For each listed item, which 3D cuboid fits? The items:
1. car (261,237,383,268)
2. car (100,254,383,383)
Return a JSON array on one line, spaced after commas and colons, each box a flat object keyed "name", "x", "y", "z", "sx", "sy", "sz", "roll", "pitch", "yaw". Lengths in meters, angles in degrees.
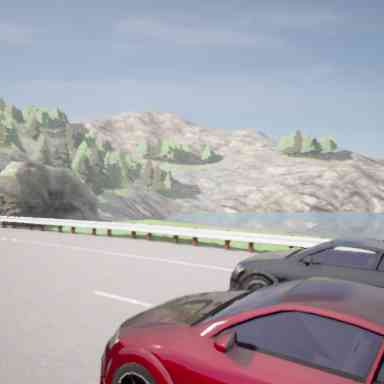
[{"name": "car", "x": 2.803, "y": 1.549, "z": 6.157, "sx": 4.181, "sy": 1.385, "sz": 1.994, "roll": 0, "pitch": 0, "yaw": 35}, {"name": "car", "x": 1.088, "y": 1.556, "z": 3.093, "sx": 4.181, "sy": 1.385, "sz": 1.994, "roll": 0, "pitch": 0, "yaw": 35}]
